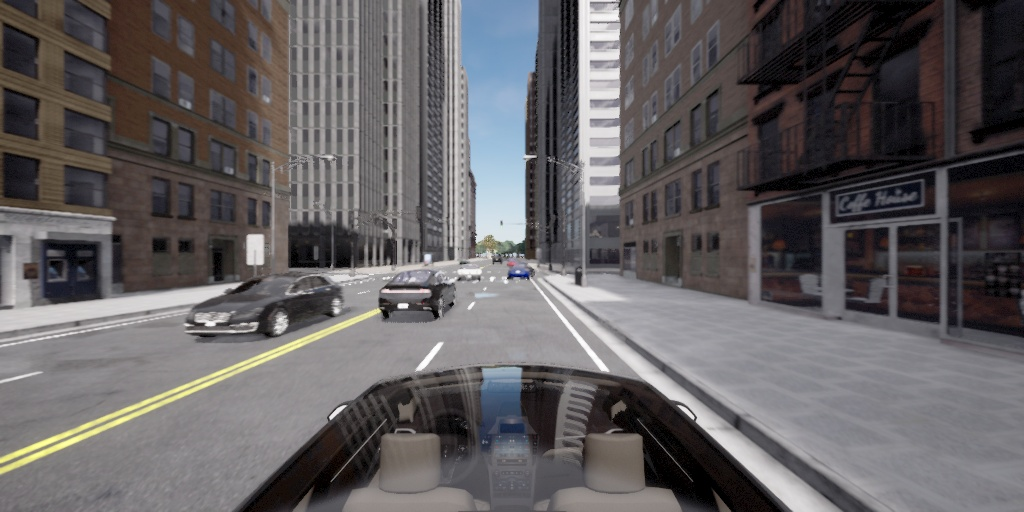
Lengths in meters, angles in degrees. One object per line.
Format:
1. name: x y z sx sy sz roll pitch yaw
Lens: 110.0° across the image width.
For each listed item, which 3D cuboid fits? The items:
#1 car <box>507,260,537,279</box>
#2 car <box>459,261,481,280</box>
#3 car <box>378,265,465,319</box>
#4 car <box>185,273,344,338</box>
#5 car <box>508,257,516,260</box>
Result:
1. car: 0.917 1.292 31.862 1.994 1.385 4.181 0 0 12
2. car: -3.576 1.334 30.610 1.895 1.301 4.718 0 0 -5
3. car: -3.158 1.240 12.824 2.128 1.511 4.902 0 0 0
4. car: -6.601 1.259 10.278 1.837 1.490 4.892 0 0 0
5. car: 0.056 1.254 64.968 1.994 1.385 4.181 0 0 0
